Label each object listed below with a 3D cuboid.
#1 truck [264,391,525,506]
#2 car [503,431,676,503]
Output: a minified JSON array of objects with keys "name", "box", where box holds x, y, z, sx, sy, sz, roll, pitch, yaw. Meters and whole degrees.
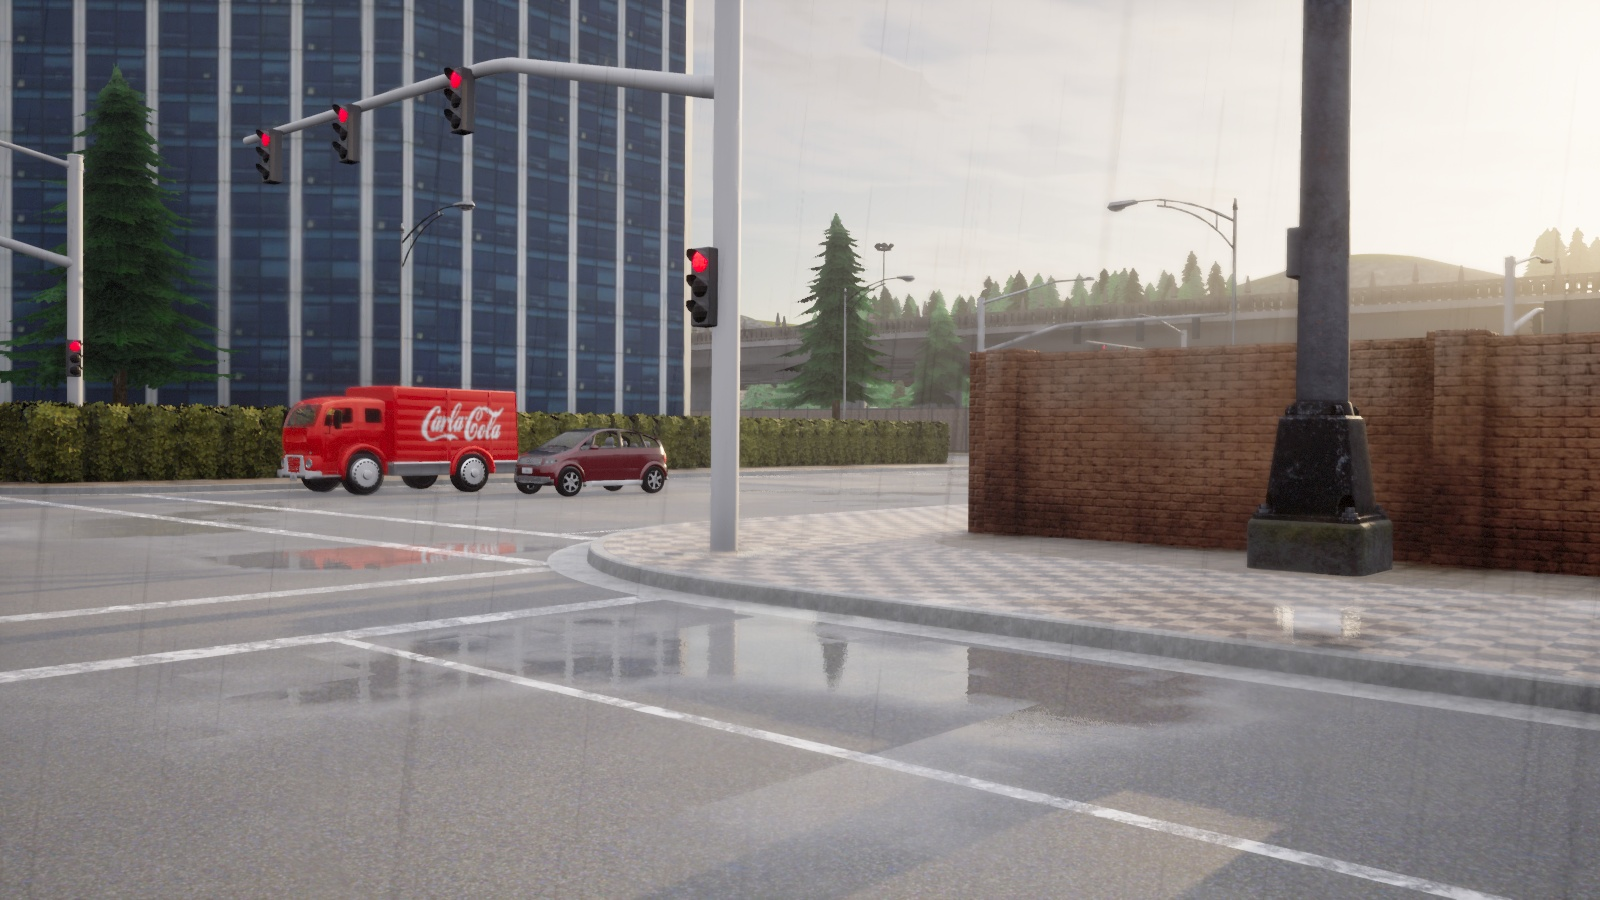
[{"name":"truck","box":[-9.437,-0.074,29.588,2.627,2.467,5.204,0,1,41]},{"name":"car","box":[-4.882,0.352,29.483,1.789,1.549,3.705,0,1,41]}]
